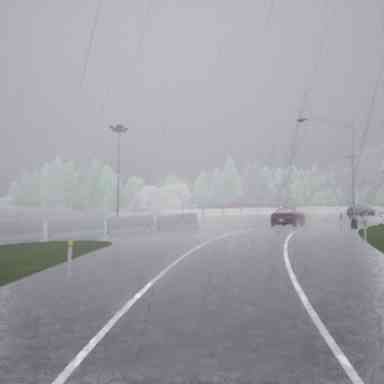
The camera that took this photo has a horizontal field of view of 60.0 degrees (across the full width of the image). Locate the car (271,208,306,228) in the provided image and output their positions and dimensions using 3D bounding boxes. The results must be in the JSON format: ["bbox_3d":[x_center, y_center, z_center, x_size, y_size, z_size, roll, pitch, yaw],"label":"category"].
[{"bbox_3d":[7.759,2.002,26.653,1.882,1.535,5.008,-3,-4,29],"label":"car"}]

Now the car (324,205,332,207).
[{"bbox_3d":[31.391,3.800,78.440,4.674,1.442,1.812,2,-3,-33],"label":"car"}]

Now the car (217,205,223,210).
[{"bbox_3d":[7.669,3.035,67.449,5.566,2.045,2.150,1,-2,-33],"label":"car"}]

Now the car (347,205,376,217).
[{"bbox_3d":[21.802,2.428,42.606,4.902,1.511,2.128,1,-2,-39],"label":"car"}]
